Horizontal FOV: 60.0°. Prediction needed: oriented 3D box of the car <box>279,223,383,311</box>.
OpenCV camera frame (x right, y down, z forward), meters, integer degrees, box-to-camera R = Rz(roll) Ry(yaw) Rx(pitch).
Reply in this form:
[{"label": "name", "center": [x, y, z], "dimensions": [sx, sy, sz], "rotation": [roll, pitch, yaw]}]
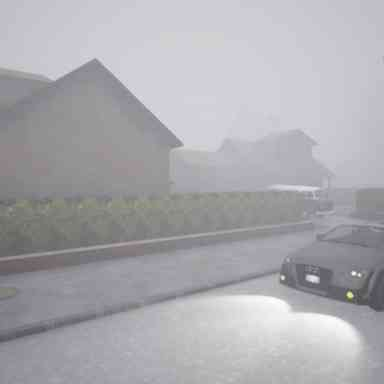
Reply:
[{"label": "car", "center": [3.886, 1.420, 7.463], "dimensions": [4.181, 1.385, 1.994], "rotation": [-1, 1, -36]}]
